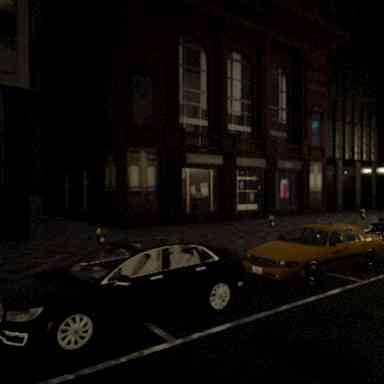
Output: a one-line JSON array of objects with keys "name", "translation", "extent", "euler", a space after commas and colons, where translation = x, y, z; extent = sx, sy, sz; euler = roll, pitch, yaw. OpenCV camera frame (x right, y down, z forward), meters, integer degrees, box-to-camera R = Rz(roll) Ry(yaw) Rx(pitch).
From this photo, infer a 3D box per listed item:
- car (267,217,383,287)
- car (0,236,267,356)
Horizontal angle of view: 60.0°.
[{"name": "car", "translation": [3.480, 1.466, 9.123], "extent": [4.829, 1.417, 1.752], "euler": [-1, 0, -35]}, {"name": "car", "translation": [-0.971, 1.532, 5.951], "extent": [4.403, 1.369, 2.008], "euler": [-1, 0, -35]}]
